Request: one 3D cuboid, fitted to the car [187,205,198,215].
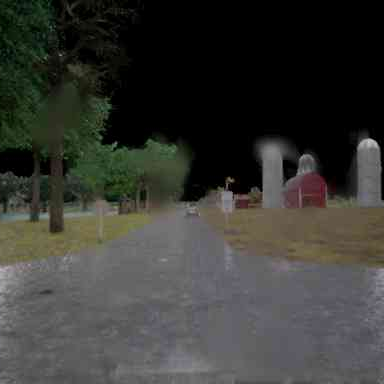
[{"bbox_3d":[0.067,3.439,63.176,2.097,1.767,4.553,0,-2,0],"label":"car"}]

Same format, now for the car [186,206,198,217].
[{"bbox_3d":[0.056,3.164,52.786,2.128,1.511,4.902,0,-2,0],"label":"car"}]
